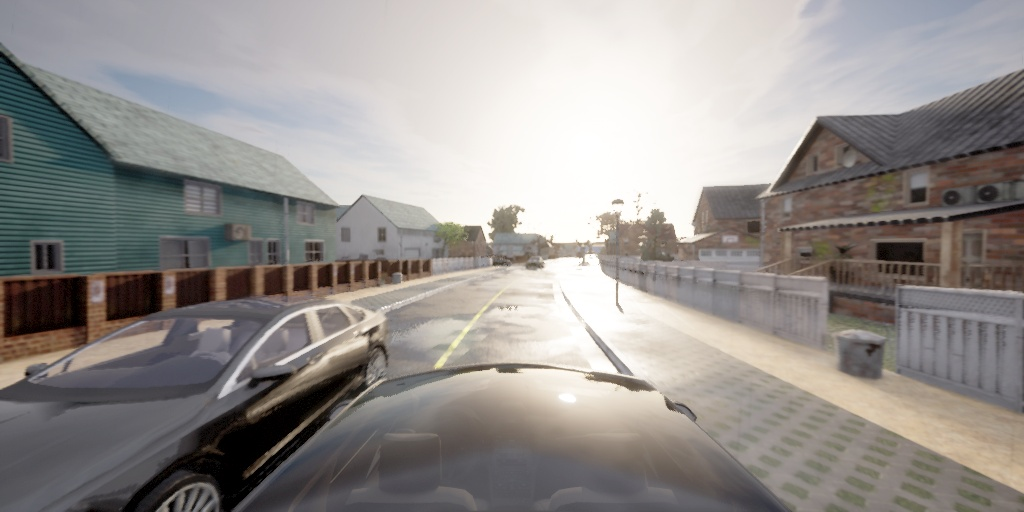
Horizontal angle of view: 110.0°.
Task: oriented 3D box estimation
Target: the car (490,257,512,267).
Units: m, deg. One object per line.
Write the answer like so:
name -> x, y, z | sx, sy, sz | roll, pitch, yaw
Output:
car -> -2.309, 0.880, 57.666 | 4.553, 1.767, 2.097 | -1, 1, 13

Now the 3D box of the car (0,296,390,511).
car -> -2.770, 1.226, 3.517 | 2.128, 1.511, 4.902 | 0, 0, 1

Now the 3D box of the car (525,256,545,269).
car -> 3.231, 0.853, 49.790 | 2.097, 1.767, 4.553 | 1, 0, 13
